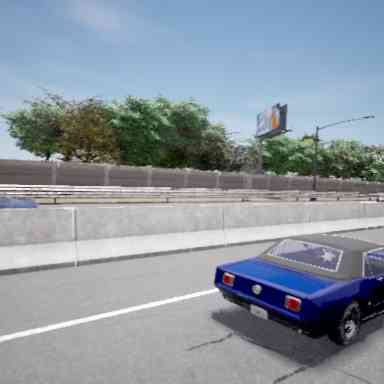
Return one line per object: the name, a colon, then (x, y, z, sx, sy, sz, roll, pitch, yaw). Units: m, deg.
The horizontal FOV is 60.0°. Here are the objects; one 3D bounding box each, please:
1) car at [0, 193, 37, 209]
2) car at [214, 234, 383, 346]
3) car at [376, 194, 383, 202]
car: (-9.615, 0.631, 14.536, 5.357, 1.411, 2.033, 1, 3, -37)
car: (2.753, 1.466, 6.135, 4.718, 1.301, 1.895, 1, 3, -37)
car: (28.285, 0.919, 47.734, 4.902, 1.511, 2.128, 1, 3, -37)
